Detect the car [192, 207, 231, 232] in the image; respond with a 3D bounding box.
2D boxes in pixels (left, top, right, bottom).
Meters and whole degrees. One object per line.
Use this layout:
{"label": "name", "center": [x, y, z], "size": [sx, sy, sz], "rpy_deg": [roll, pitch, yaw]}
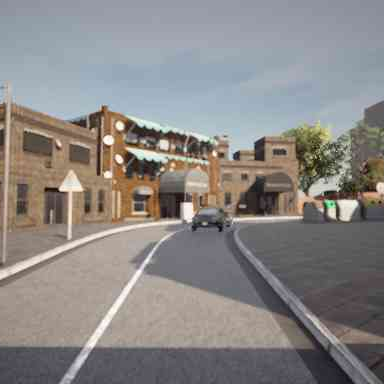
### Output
{"label": "car", "center": [1.274, 1.649, 20.974], "size": [1.812, 1.442, 4.674], "rpy_deg": [0, -1, 14]}
